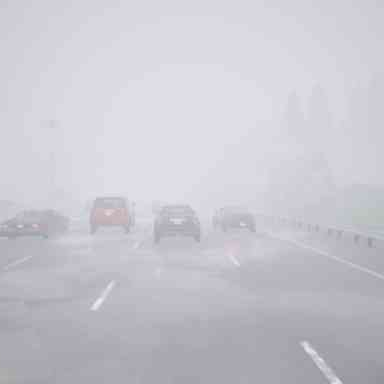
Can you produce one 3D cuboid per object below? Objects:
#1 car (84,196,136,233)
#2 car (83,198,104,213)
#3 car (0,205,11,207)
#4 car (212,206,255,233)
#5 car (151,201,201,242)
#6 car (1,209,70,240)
[{"bbox_3d":[-4.654,1.234,19.993,2.150,2.045,5.566,0,0,-6],"label":"car"},{"bbox_3d":[-11.166,1.533,37.979,1.837,1.490,4.892,0,0,-12],"label":"car"},{"bbox_3d":[-22.424,1.599,39.493,2.033,1.411,5.357,0,0,-13],"label":"car"},{"bbox_3d":[2.403,1.523,19.688,1.812,1.442,4.674,0,0,-6],"label":"car"},{"bbox_3d":[-0.820,1.356,16.690,2.097,1.767,4.553,0,0,-5],"label":"car"},{"bbox_3d":[-7.851,1.566,17.209,2.033,1.411,5.357,0,0,-6],"label":"car"}]
